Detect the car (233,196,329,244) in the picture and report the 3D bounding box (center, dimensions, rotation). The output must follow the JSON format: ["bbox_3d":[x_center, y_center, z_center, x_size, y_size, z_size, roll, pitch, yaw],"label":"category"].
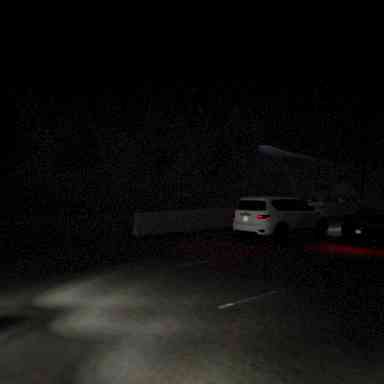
[{"bbox_3d":[4.403,1.217,16.139,5.566,2.045,2.150,0,0,-39],"label":"car"}]

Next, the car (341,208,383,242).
[{"bbox_3d":[8.701,1.465,15.191,5.008,1.535,1.882,0,0,-40],"label":"car"}]

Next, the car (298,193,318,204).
[{"bbox_3d":[23.394,1.195,66.899,2.150,2.045,5.566,0,0,36],"label":"car"}]

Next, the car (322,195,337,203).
[{"bbox_3d":[27.794,1.461,67.051,1.837,1.490,4.892,0,0,36],"label":"car"}]
